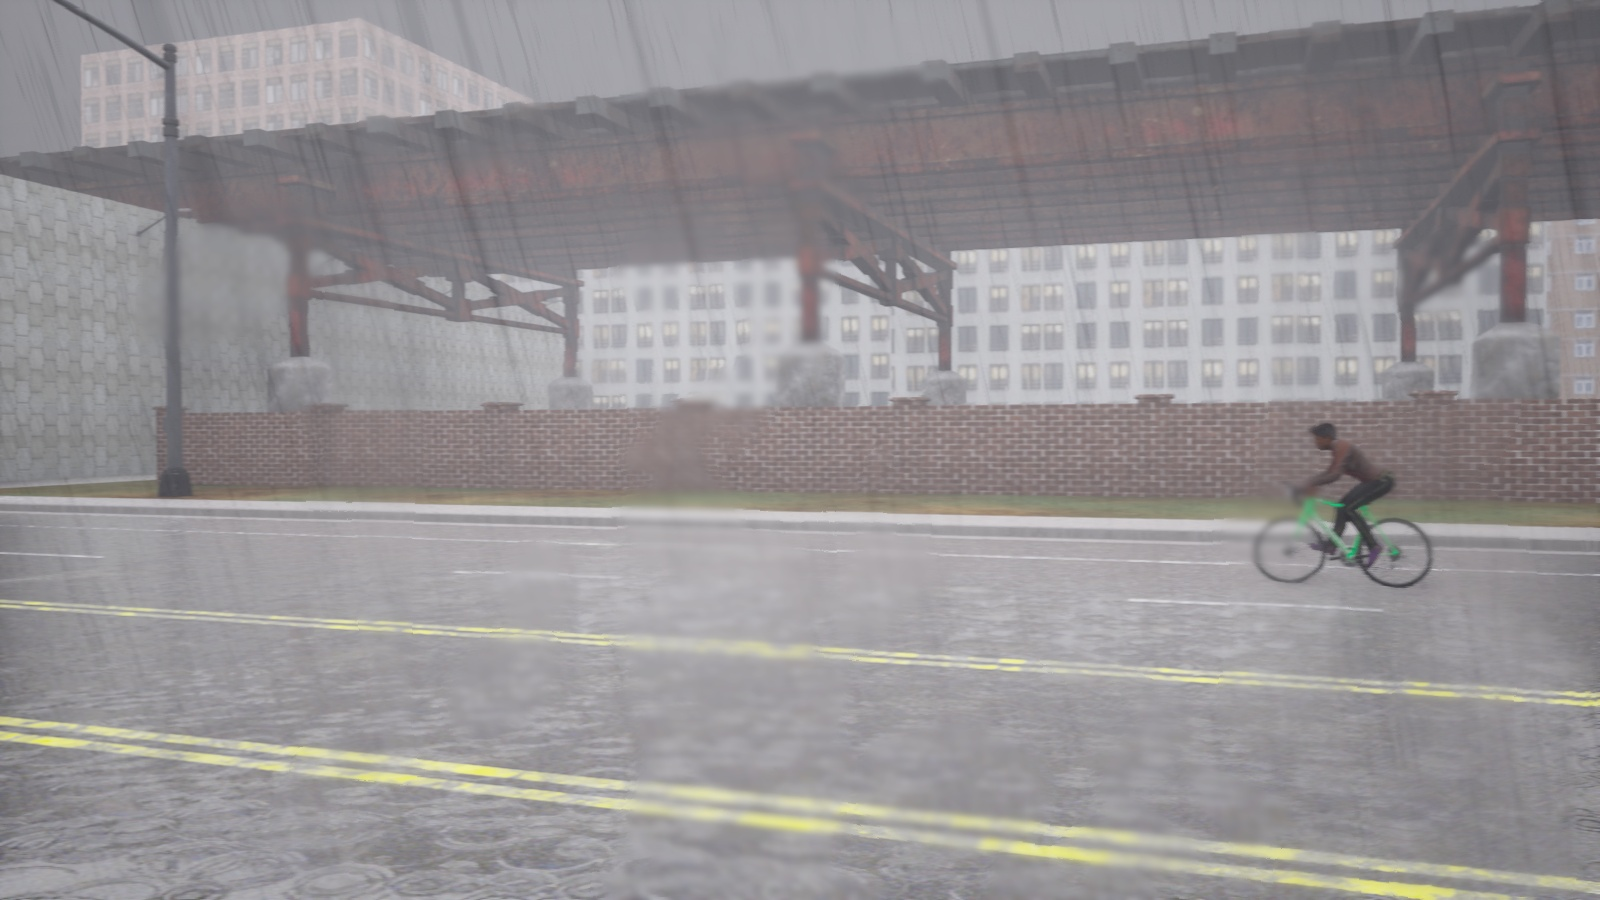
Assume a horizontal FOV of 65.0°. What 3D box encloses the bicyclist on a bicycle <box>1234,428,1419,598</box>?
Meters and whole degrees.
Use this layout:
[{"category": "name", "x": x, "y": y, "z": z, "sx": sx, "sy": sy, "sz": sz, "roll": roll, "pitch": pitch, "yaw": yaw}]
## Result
[{"category": "bicyclist on a bicycle", "x": 5.208, "y": 0.597, "z": 12.503, "sx": 1.656, "sy": 1.620, "sz": 0.582, "roll": 0, "pitch": 1, "yaw": 20}]
